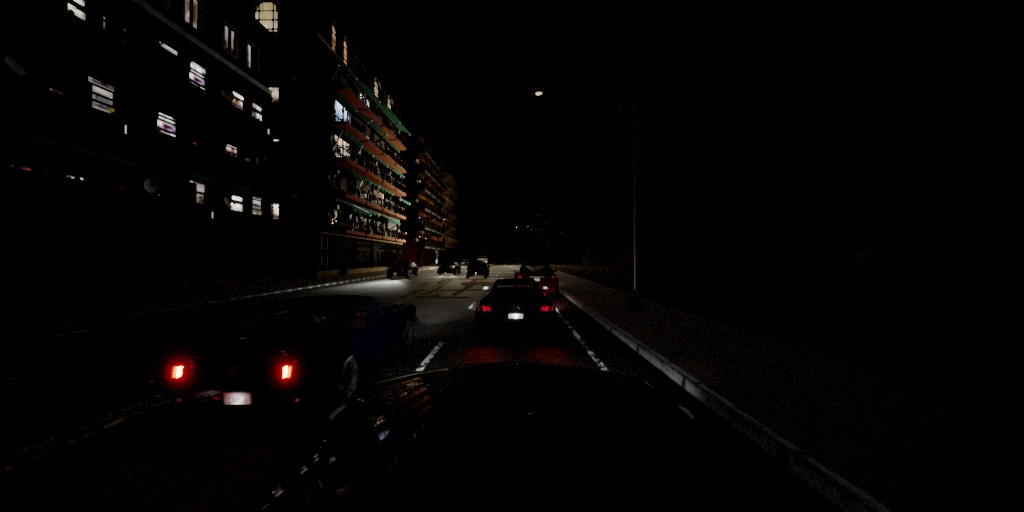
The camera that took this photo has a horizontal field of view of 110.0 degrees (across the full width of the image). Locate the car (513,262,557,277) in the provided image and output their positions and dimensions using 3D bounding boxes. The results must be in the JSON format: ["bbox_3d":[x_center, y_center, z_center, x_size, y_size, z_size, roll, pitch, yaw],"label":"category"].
[{"bbox_3d":[1.150,1.101,18.596,2.097,1.767,4.553,0,0,0],"label":"car"}]

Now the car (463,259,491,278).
[{"bbox_3d":[-3.124,1.252,33.477,1.837,1.490,4.892,0,0,0],"label":"car"}]

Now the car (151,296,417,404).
[{"bbox_3d":[-3.149,1.351,6.344,1.895,1.301,4.718,0,0,0],"label":"car"}]

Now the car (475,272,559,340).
[{"bbox_3d":[0.101,1.314,10.017,1.994,1.385,4.181,0,0,0],"label":"car"}]

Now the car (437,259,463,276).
[{"bbox_3d":[-6.574,1.295,38.052,2.033,1.411,5.357,0,0,0],"label":"car"}]

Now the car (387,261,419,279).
[{"bbox_3d":[-9.826,1.240,32.596,2.128,1.511,4.902,0,0,0],"label":"car"}]
